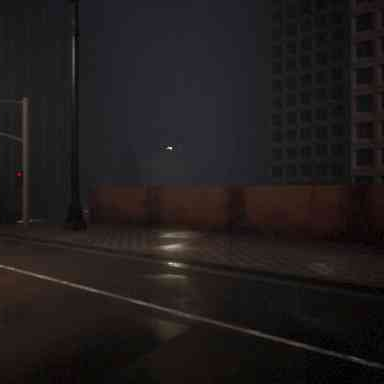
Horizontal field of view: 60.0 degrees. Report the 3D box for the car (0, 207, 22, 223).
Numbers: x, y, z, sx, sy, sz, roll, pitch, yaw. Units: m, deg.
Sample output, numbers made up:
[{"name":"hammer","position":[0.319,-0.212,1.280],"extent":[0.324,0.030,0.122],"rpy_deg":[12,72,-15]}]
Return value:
[{"name":"car","position":[-14.430,1.618,23.760],"extent":[1.994,1.385,4.181],"rpy_deg":[0,0,27]}]
